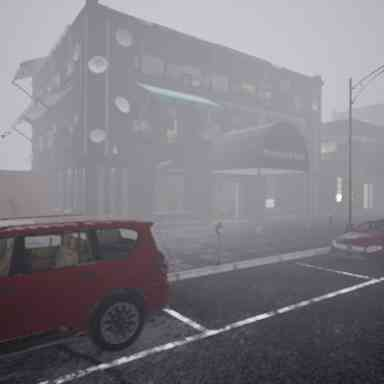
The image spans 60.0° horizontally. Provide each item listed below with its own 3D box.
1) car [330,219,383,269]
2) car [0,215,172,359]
[{"bbox_3d":[6.359,1.586,11.087,4.206,1.307,1.802,0,0,-35],"label":"car"},{"bbox_3d":[-2.648,1.315,4.660,5.009,1.841,2.192,0,1,-35],"label":"car"}]
